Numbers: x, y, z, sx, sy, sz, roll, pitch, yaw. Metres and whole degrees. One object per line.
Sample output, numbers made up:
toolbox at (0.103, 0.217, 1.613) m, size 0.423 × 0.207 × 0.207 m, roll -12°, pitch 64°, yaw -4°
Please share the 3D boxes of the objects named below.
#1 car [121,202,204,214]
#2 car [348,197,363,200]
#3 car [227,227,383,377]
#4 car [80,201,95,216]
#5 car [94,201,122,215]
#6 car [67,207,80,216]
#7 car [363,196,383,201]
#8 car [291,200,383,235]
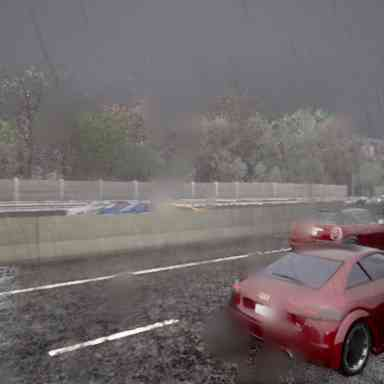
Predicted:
car at (-1.417, 1.472, 20.177) m, size 5.008 × 1.535 × 1.882 m, roll 0°, pitch 0°, yaw -35°
car at (26.162, 1.480, 52.679) m, size 4.902 × 1.511 × 2.128 m, roll 0°, pitch 0°, yaw -35°
car at (2.605, 1.560, 5.603) m, size 4.181 × 1.385 × 1.994 m, roll 0°, pitch 0°, yaw -36°
car at (-5.784, 1.521, 25.661) m, size 4.674 × 1.442 × 1.812 m, roll 0°, pitch 0°, yaw -36°
car at (-3.740, 1.472, 22.819) m, size 5.008 × 1.535 × 1.882 m, roll 0°, pitch 0°, yaw -35°
car at (-8.136, 1.521, 28.275) m, size 4.674 × 1.442 × 1.812 m, roll 0°, pitch 0°, yaw -36°
car at (28.147, 1.342, 49.797) m, size 4.553 × 1.767 × 2.097 m, roll 0°, pitch 0°, yaw -35°
car at (5.676, 1.345, 12.096) m, size 4.553 × 1.767 × 2.097 m, roll 0°, pitch 0°, yaw -35°
